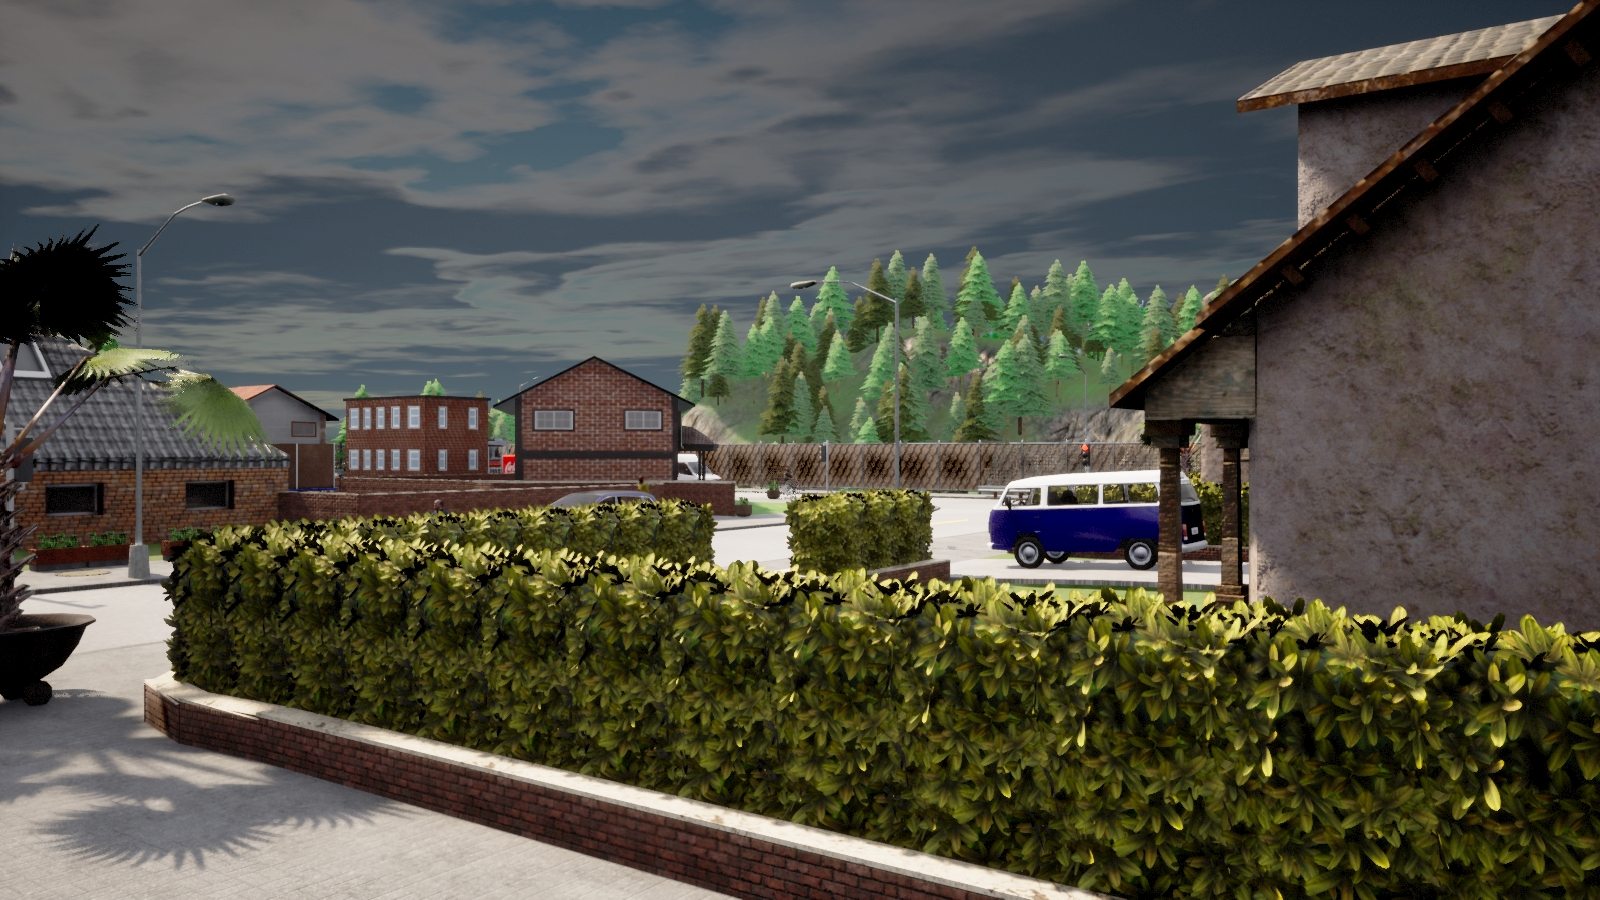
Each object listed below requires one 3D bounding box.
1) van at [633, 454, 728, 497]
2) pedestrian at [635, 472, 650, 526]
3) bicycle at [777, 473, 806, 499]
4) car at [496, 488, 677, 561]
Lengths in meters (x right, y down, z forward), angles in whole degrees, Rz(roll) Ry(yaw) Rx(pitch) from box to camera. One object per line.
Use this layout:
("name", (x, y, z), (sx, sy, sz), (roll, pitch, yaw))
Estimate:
("van", (-7.359, 1.517, 70.017), (5.915, 2.561, 1.988), (0, 0, 35))
("pedestrian", (-5.580, 1.732, 40.547), (0.375, 1.860, 0.375), (0, 0, 40))
("bicycle", (-0.495, 2.045, 65.221), (1.835, 1.471, 0.329), (0, 0, 35))
("car", (-5.756, 1.958, 31.296), (2.242, 1.667, 4.611), (0, 0, 35))
